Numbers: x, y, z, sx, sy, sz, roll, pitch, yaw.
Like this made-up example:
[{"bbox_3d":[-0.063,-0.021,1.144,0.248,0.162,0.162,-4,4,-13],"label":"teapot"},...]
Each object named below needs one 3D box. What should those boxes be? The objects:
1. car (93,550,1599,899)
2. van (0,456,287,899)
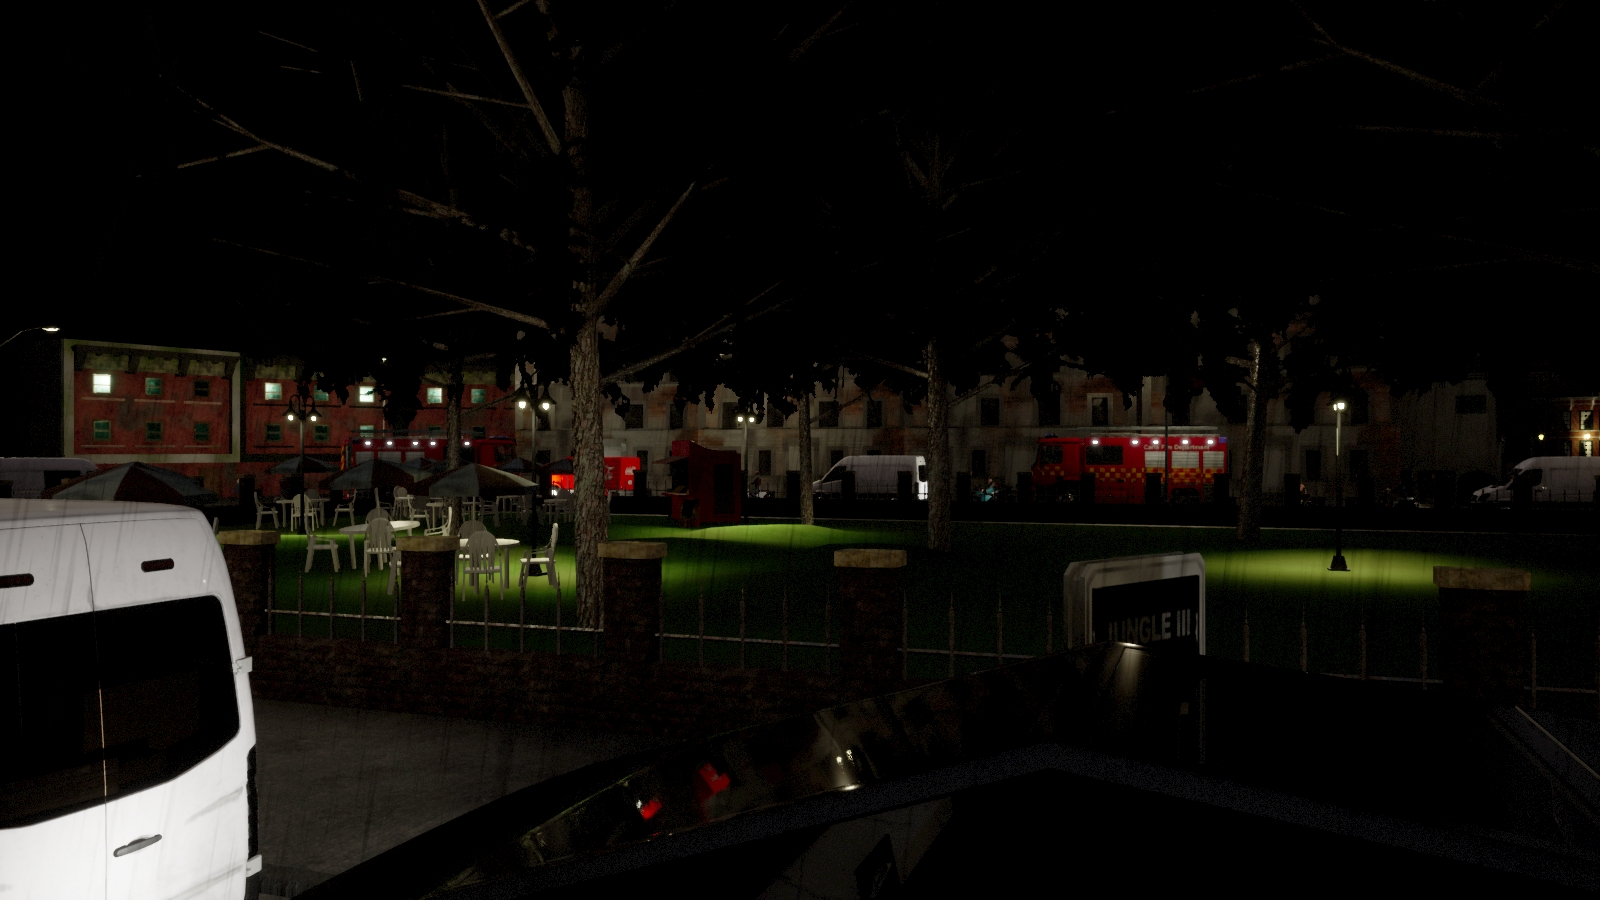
[{"bbox_3d":[1.308,1.534,3.365,6.274,2.098,2.390,0,0,20],"label":"car"},{"bbox_3d":[-5.749,1.318,5.932,5.915,2.561,1.988,0,0,20],"label":"van"}]
